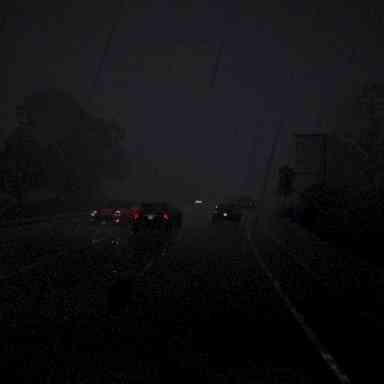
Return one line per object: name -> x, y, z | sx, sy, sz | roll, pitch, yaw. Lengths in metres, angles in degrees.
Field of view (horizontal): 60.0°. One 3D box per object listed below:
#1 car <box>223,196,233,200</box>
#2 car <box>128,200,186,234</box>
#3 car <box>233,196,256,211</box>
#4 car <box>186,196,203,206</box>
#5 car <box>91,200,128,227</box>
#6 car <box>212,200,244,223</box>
car -> 7.232, 1.488, 62.517 | 2.128, 1.511, 4.902 | 0, 0, 26
car -> -1.857, 1.342, 19.294 | 2.097, 1.767, 4.553 | 0, 0, 7
car -> 6.849, 1.364, 41.799 | 2.097, 1.767, 4.553 | 0, 0, 17
car -> 0.297, 1.464, 55.277 | 2.128, 1.511, 4.902 | 0, 0, 22
car -> -5.074, 1.331, 22.644 | 2.097, 1.767, 4.553 | 0, 0, 9
car -> 2.722, 1.566, 25.459 | 1.994, 1.385, 4.181 | 0, 0, 11
